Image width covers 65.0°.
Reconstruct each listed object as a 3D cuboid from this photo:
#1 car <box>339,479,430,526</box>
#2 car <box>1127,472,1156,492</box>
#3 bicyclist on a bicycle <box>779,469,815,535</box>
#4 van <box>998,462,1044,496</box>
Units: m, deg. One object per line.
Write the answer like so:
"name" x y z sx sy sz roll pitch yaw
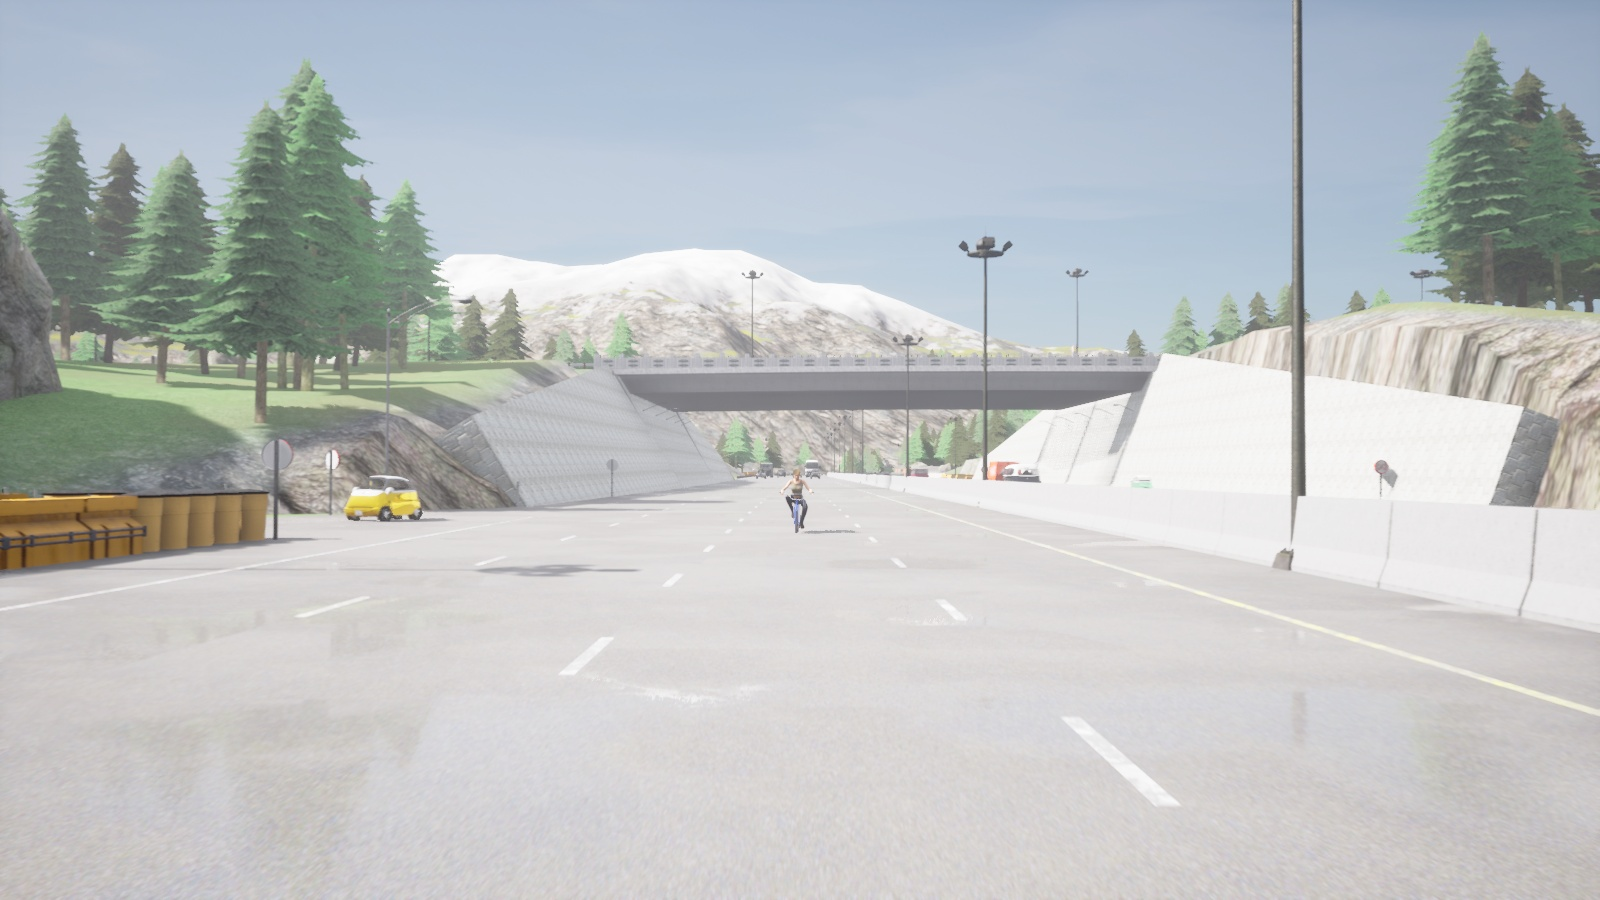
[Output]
"car" -12.574 1.557 38.051 1.481 1.376 2.207 -1 -1 26
"car" 24.284 2.267 89.283 1.481 1.376 2.207 0 -1 0
"bicyclist on a bicycle" -0.072 1.280 31.555 0.866 1.612 1.509 0 -1 0
"van" 13.808 1.799 78.644 2.069 2.038 4.480 0 -1 0
